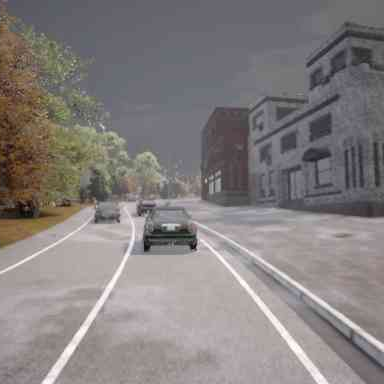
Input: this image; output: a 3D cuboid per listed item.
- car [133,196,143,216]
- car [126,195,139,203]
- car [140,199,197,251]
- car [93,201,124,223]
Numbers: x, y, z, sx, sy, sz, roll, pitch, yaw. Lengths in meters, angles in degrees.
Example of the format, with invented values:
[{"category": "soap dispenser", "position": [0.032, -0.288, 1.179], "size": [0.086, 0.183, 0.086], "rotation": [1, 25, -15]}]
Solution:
[{"category": "car", "position": [-4.477, 1.506, 32.828], "size": [1.837, 1.490, 4.892], "rotation": [1, 0, -13]}, {"category": "car", "position": [-11.628, 1.312, 66.642], "size": [1.837, 1.490, 4.892], "rotation": [-1, 0, 7]}, {"category": "car", "position": [-1.046, 1.385, 14.567], "size": [2.097, 1.767, 4.553], "rotation": [0, 0, -7]}, {"category": "car", "position": [-6.260, 1.481, 25.008], "size": [1.837, 1.490, 4.892], "rotation": [1, 0, -12]}]
